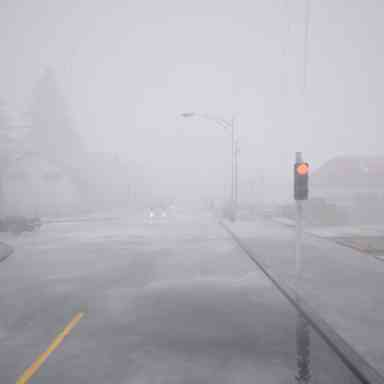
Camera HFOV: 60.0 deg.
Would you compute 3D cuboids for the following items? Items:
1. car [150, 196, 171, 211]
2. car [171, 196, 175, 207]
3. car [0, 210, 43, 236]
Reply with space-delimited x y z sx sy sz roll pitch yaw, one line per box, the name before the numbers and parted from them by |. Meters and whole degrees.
car | -4.093 1.505 41.611 1.837 1.490 4.892 0 0 0
car | -4.087 1.525 50.822 1.812 1.442 4.674 0 0 0
car | -10.673 1.601 17.930 4.718 1.301 1.895 0 0 -2
